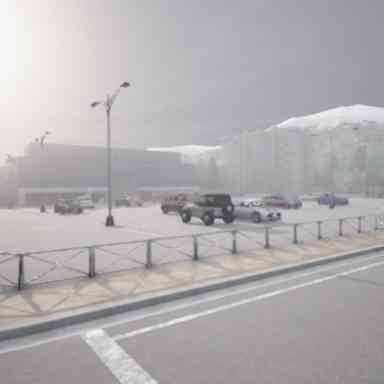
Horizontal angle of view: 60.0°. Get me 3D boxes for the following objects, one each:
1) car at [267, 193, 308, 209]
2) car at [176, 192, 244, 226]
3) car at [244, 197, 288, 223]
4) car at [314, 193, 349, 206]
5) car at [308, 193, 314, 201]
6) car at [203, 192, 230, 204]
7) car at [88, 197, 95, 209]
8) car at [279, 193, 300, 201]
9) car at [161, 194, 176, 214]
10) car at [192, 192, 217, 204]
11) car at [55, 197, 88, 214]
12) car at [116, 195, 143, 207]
[{"bbox_3d":[9.629,1.066,35.884,2.007,1.523,4.514,-1,0,-36],"label":"car"},{"bbox_3d":[1.021,1.025,20.883,1.905,1.878,3.866,-1,0,-36],"label":"car"},{"bbox_3d":[4.082,1.257,22.329,1.970,1.475,3.806,-1,0,-36],"label":"car"},{"bbox_3d":[17.766,0.943,41.683,1.845,1.501,3.633,-1,0,-36],"label":"car"},{"bbox_3d":[21.088,0.908,57.608,1.970,1.475,3.806,-1,0,-36],"label":"car"},{"bbox_3d":[4.005,0.899,54.636,1.932,1.855,4.605,-1,0,-36],"label":"car"},{"bbox_3d":[-13.519,1.349,41.129,1.970,1.475,3.806,-1,0,-36],"label":"car"},{"bbox_3d":[19.176,0.904,65.373,1.845,1.501,3.633,-1,0,-36],"label":"car"},{"bbox_3d":[-0.902,1.051,29.191,1.932,1.855,4.605,-1,0,-36],"label":"car"},{"bbox_3d":[1.886,0.917,52.606,1.905,1.878,3.866,-1,0,-36],"label":"car"},{"bbox_3d":[-12.378,1.420,33.268,2.007,1.523,4.514,-1,0,-36],"label":"car"},{"bbox_3d":[-8.499,1.180,45.138,2.152,1.636,5.027,-1,0,-36],"label":"car"}]
